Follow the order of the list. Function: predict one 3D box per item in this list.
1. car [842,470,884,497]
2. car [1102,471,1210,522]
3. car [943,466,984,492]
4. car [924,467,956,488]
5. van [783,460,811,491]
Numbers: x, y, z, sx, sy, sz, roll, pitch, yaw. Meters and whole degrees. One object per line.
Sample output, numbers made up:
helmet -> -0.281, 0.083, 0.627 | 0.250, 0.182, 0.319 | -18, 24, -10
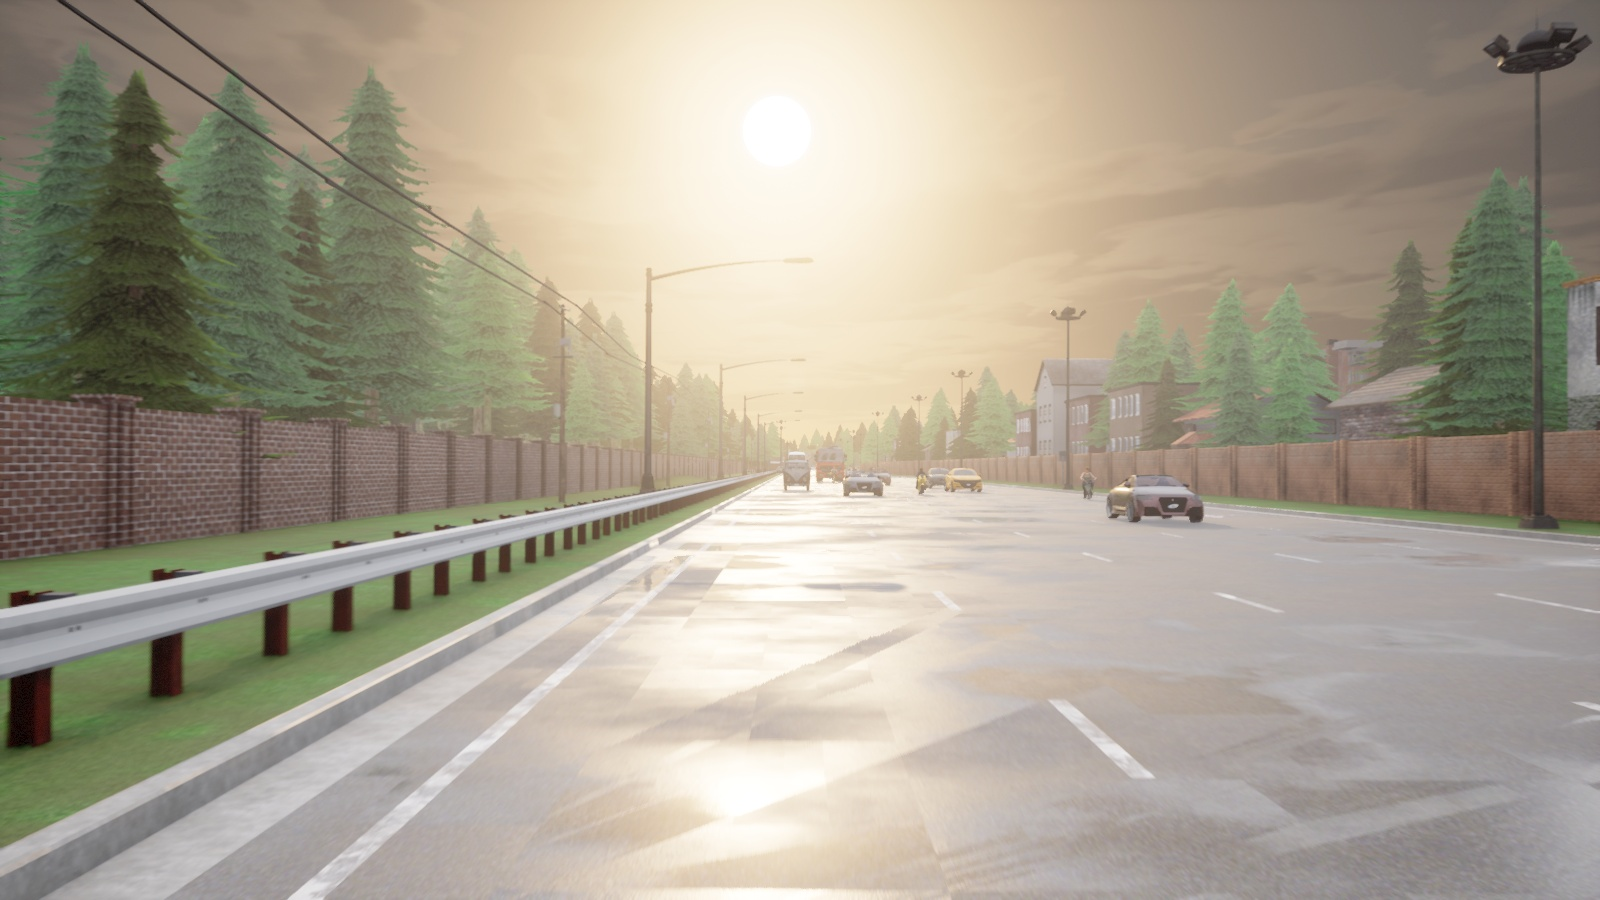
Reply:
car -> 3.341, 1.757, 67.023 | 1.994, 1.385, 4.181 | 0, -1, 0
car -> 10.412, 1.328, 37.065 | 1.994, 1.385, 4.181 | 0, -1, 0
car -> 10.311, 1.809, 79.412 | 1.882, 1.535, 5.008 | 0, -1, 0
car -> 10.281, 2.011, 92.481 | 1.837, 1.490, 4.892 | 0, -1, 0
van -> -0.195, 1.660, 82.001 | 1.775, 1.987, 4.442 | 0, -1, 0
